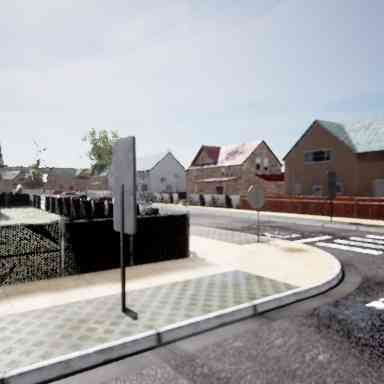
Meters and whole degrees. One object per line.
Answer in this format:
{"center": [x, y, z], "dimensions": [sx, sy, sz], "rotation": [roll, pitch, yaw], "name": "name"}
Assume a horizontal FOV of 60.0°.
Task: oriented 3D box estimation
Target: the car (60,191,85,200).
{"center": [-17.261, 0.717, 47.087], "dimensions": [2.097, 1.767, 4.553], "rotation": [-1, 1, -34], "name": "car"}

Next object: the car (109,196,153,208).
{"center": [-5.091, 1.095, 29.044], "dimensions": [2.128, 1.511, 4.902], "rotation": [-1, 1, -34], "name": "car"}

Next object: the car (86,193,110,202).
{"center": [-12.147, 0.879, 44.543], "dimensions": [2.128, 1.511, 4.902], "rotation": [-1, 1, -33], "name": "car"}
